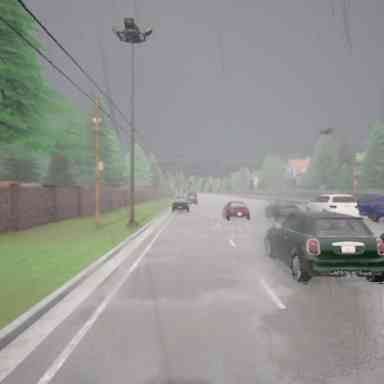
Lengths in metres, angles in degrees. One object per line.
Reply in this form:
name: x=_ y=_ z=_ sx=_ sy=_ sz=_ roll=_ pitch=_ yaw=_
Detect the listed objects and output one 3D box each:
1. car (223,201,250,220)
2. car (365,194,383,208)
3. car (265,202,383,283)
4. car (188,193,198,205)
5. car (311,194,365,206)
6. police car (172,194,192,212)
car: x=3.590 y=1.479 z=27.375 sx=1.812 sy=1.442 sz=4.674 roll=0 pitch=0 yaw=0
car: x=14.103 y=1.178 z=25.476 sx=2.150 sy=2.045 sz=5.566 roll=0 pitch=0 yaw=0
car: x=3.599 y=1.335 z=9.772 sx=2.097 sy=1.767 sz=4.553 roll=0 pitch=0 yaw=0
car: x=0.008 y=1.383 z=56.092 sx=1.882 sy=1.535 sz=5.008 roll=0 pitch=0 yaw=0
car: x=10.603 y=1.178 z=25.526 sx=2.150 sy=2.045 sz=5.566 roll=0 pitch=0 yaw=0
police car: x=-1.221 y=1.363 z=37.098 sx=1.930 sy=1.638 sz=5.238 roll=0 pitch=0 yaw=0
